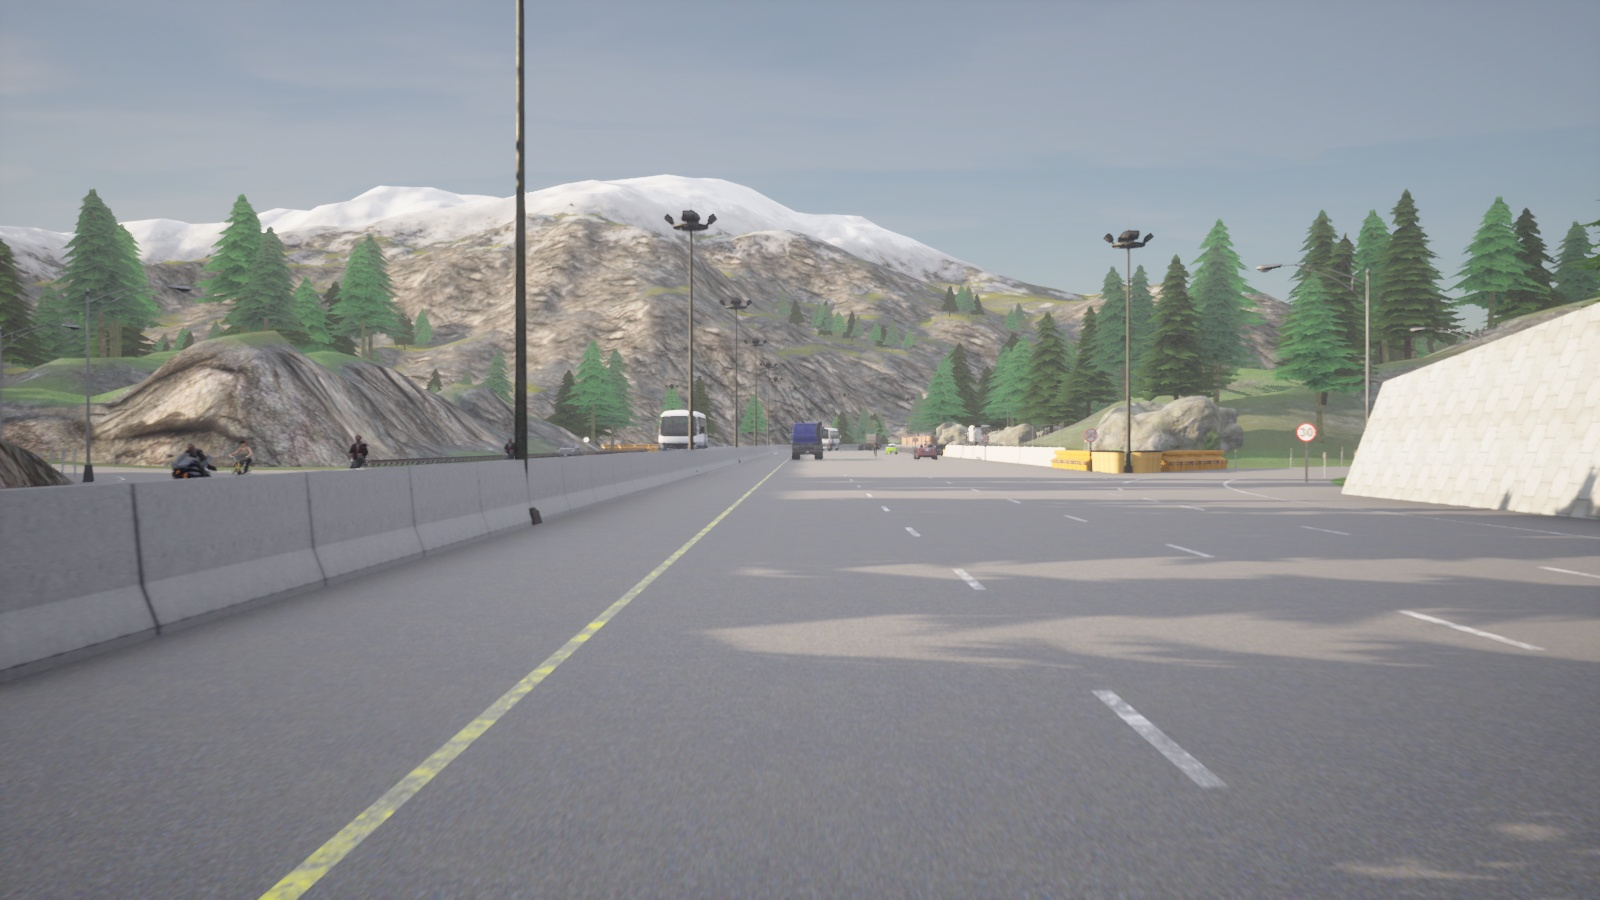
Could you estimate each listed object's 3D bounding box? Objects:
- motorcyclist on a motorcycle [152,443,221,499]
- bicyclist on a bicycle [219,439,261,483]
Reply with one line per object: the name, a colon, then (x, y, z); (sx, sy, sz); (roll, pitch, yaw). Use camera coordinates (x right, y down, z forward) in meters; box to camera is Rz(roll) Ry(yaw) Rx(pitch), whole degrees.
motorcyclist on a motorcycle: (-17.283, 0.567, 35.460); (0.866, 1.530, 2.191); (0, 1, 0)
bicyclist on a bicycle: (-20.721, 0.404, 46.485); (0.866, 1.612, 1.509); (0, 0, 0)
